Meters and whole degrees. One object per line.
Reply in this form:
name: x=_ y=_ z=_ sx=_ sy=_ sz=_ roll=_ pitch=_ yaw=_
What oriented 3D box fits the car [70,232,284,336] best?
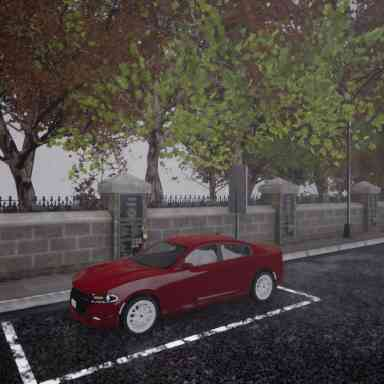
car: x=-0.077 y=1.545 z=6.663 sx=4.507 sy=1.381 sz=1.887 roll=0 pitch=0 yaw=-36
